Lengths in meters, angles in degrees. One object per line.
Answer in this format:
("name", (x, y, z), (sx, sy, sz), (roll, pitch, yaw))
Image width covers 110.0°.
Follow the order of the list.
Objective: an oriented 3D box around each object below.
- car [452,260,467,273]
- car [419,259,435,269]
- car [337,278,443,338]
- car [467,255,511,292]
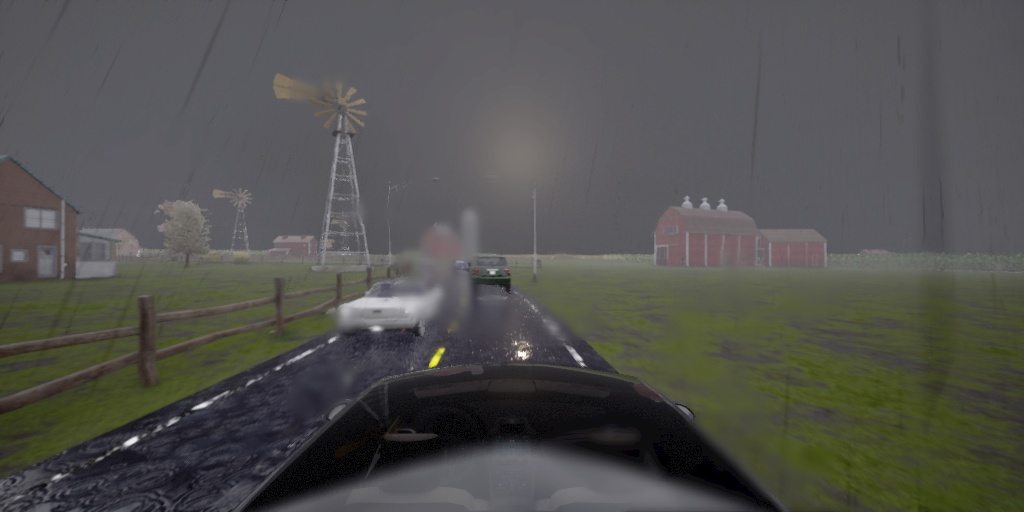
("car", (-6.100, 1.222, 42.930), (1.812, 1.442, 4.674), (0, 0, -16))
("car", (-12.431, 1.157, 52.512), (1.837, 1.490, 4.892), (0, 0, -21))
("car", (-3.216, 1.355, 10.370), (1.895, 1.301, 4.718), (0, 0, -4))
("car", (-1.369, 0.960, 21.320), (2.150, 2.045, 5.566), (0, 0, -8))
